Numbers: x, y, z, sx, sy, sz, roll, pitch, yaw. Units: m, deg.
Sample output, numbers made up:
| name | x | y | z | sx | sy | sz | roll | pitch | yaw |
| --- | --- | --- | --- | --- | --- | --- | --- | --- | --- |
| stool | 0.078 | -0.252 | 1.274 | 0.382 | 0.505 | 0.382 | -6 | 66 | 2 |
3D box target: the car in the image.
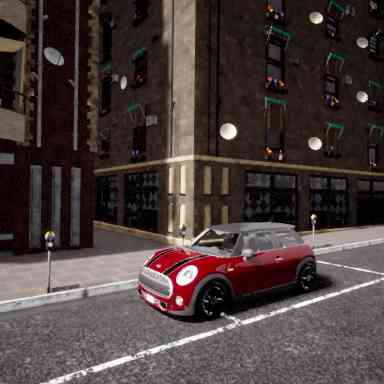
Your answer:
| name | x | y | z | sx | sy | sz | roll | pitch | yaw |
| --- | --- | --- | --- | --- | --- | --- | --- | --- | --- |
| car | 0.854 | 1.442 | 7.300 | 4.097 | 1.590 | 1.967 | 0 | 1 | -35 |
